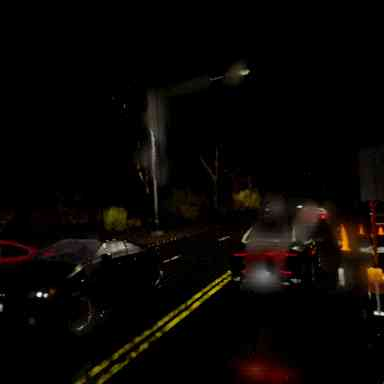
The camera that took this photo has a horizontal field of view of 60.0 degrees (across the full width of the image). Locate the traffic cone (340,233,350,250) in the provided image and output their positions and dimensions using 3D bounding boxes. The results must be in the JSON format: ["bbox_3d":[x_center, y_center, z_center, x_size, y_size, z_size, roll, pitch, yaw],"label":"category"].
[{"bbox_3d":[6.633,2.201,14.402,0.340,0.580,0.340,-3,-2,23],"label":"traffic cone"}]

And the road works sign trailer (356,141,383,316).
[{"bbox_3d":[5.091,0.595,7.480,2.380,3.560,2.880,-3,-2,24],"label":"road works sign trailer"}]

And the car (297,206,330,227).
[{"bbox_3d":[9.304,1.912,24.971,1.895,1.301,4.718,-4,-5,23],"label":"car"}]

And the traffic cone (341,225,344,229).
[{"bbox_3d":[8.222,2.225,18.073,0.340,0.580,0.340,-3,-2,23],"label":"traffic cone"}]

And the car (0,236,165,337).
[{"bbox_3d":[-2.265,1.664,7.033,1.994,1.385,4.181,-2,-2,23],"label":"car"}]

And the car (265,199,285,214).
[{"bbox_3d":[11.966,2.080,47.806,2.150,2.045,5.566,-3,-2,24],"label":"car"}]

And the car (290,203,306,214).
[{"bbox_3d":[14.898,2.235,46.372,2.033,1.411,5.357,-3,-2,24],"label":"car"}]

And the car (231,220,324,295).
[{"bbox_3d":[2.464,1.675,9.224,1.837,1.490,4.892,-4,-6,23],"label":"car"}]

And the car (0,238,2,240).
[{"bbox_3d":[-5.453,1.829,7.953,1.882,1.535,5.008,-1,-10,23],"label":"car"}]

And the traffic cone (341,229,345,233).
[{"bbox_3d":[7.427,2.213,16.237,0.340,0.580,0.340,-3,-2,23],"label":"traffic cone"}]
